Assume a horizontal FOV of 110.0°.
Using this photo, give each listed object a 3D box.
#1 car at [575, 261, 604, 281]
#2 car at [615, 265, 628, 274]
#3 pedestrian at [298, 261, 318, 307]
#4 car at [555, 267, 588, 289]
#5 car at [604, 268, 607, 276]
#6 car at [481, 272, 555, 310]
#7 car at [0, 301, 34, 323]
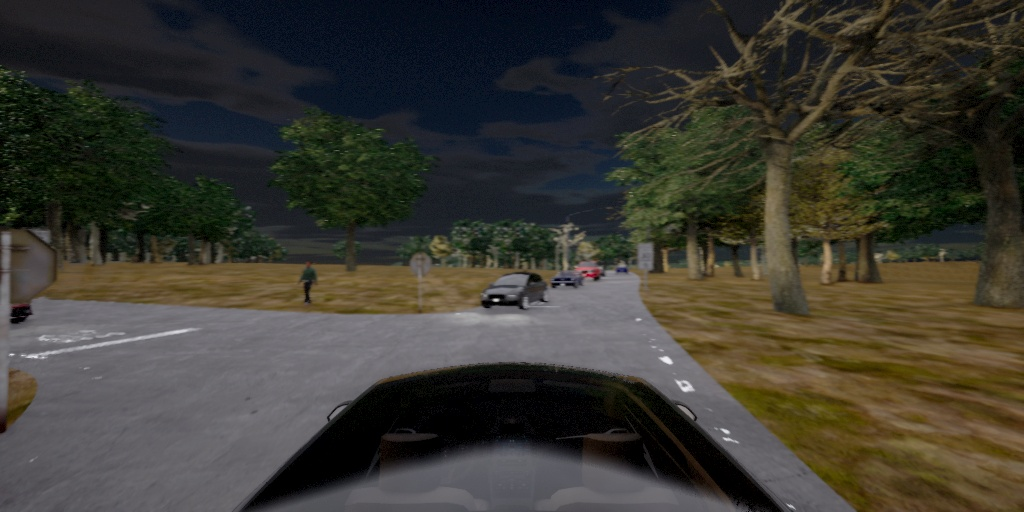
[{"bbox_3d":[8.098,1.578,38.105,2.150,2.045,5.566,-2,-2,20],"label":"car"},{"bbox_3d":[18.155,2.201,59.380,1.882,1.535,5.008,-2,-2,15],"label":"car"},{"bbox_3d":[-8.077,1.095,14.250,0.375,1.860,0.375,-2,-4,10],"label":"pedestrian"},{"bbox_3d":[4.331,1.780,27.578,1.895,1.301,4.718,-2,-2,20],"label":"car"},{"bbox_3d":[11.450,2.062,47.888,1.812,1.442,4.674,-2,-2,18],"label":"car"},{"bbox_3d":[0.272,1.508,16.262,1.837,1.490,4.892,-2,-1,22],"label":"car"},{"bbox_3d":[-14.851,1.083,9.103,4.181,1.385,1.994,1,-1,10],"label":"car"}]
